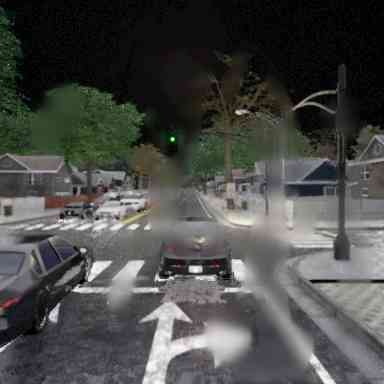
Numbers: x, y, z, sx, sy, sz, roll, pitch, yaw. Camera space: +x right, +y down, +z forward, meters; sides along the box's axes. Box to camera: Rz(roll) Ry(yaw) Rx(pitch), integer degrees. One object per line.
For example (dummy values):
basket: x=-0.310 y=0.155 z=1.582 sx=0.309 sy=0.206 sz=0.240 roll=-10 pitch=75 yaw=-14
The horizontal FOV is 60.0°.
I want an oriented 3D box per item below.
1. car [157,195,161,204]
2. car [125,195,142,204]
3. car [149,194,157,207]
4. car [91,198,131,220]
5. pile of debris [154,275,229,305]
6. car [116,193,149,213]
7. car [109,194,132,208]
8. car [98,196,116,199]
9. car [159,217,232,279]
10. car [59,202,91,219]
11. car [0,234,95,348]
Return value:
car: x=-6.516 y=1.209 z=57.461 sx=1.837 sy=1.490 sz=4.892 roll=0 pitch=1 yaw=0
car: x=-9.766 y=1.294 z=55.833 sx=1.994 sy=1.385 sz=4.181 roll=0 pitch=1 yaw=0
car: x=-6.582 y=1.211 z=47.242 sx=2.097 sy=1.767 sz=4.553 roll=0 pitch=1 yaw=0
car: x=-6.597 y=1.498 z=27.673 sx=1.812 sy=1.442 sz=4.674 roll=0 pitch=0 yaw=0
pile of debris: x=-0.003 y=2.180 z=7.570 sx=1.500 sy=0.140 sz=1.860 roll=0 pitch=0 yaw=0
car: x=-6.600 y=1.168 z=37.353 sx=2.150 sy=2.045 sz=5.566 roll=0 pitch=0 yaw=0
car: x=-9.837 y=1.224 z=46.161 sx=2.097 sy=1.767 sz=4.553 roll=0 pitch=1 yaw=0
car: x=-9.849 y=1.298 z=37.459 sx=2.097 sy=1.767 sz=4.553 roll=0 pitch=0 yaw=0
car: x=0.089 y=1.506 z=10.033 sx=1.837 sy=1.490 sz=4.892 roll=0 pitch=0 yaw=0
car: x=-9.856 y=1.535 z=28.770 sx=1.994 sy=1.385 sz=4.181 roll=0 pitch=0 yaw=0
car: x=-3.363 y=1.552 z=6.550 sx=2.033 sy=1.411 sz=5.357 roll=0 pitch=0 yaw=-4
